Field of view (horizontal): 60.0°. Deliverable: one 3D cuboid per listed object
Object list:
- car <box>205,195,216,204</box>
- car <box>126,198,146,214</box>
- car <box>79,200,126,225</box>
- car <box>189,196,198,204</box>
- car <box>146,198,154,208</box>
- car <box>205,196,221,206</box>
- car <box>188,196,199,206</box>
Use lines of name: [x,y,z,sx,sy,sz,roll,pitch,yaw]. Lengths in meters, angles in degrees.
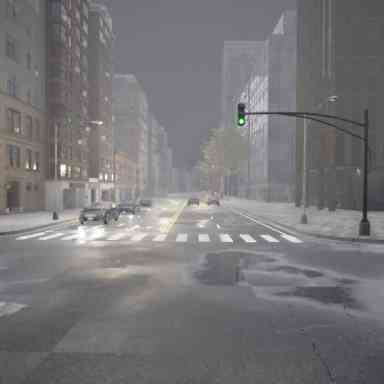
car: [3.543,1.459,64.305,1.882,1.535,5.008,0,0,0]
car: [-6.434,1.489,34.194,2.033,1.411,5.357,0,0,0]
car: [-6.479,1.436,23.713,2.128,1.511,4.902,0,0,1]
car: [0.292,1.465,64.319,1.837,1.490,4.892,0,0,0]
car: [-6.379,1.483,45.833,2.033,1.411,5.357,0,0,0]
car: [3.498,1.518,54.300,1.812,1.442,4.674,0,0,0]
car: [0.246,1.463,53.897,2.128,1.511,4.902,0,0,0]
